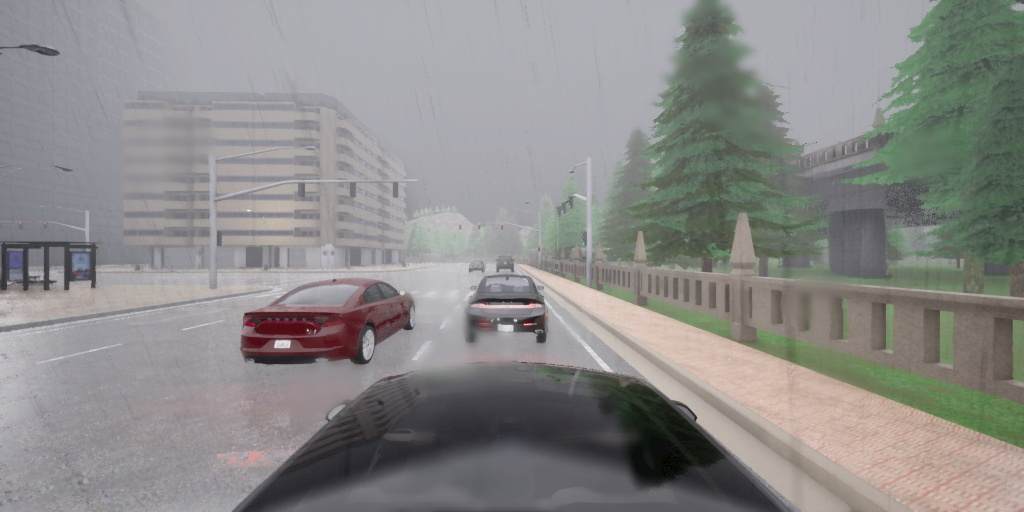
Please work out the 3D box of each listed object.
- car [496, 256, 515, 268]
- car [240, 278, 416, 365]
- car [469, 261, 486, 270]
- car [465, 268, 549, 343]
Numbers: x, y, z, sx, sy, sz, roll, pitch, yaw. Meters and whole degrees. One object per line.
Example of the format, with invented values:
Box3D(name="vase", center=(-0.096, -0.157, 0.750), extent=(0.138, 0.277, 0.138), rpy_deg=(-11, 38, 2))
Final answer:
Box3D(name="car", center=(-0.864, 0.971, 45.326), extent=(2.150, 2.045, 5.566), rpy_deg=(0, 0, -1))
Box3D(name="car", center=(-3.595, 1.228, 8.081), extent=(1.882, 1.535, 5.008), rpy_deg=(0, 0, 0))
Box3D(name="car", center=(-4.367, 1.298, 45.004), extent=(2.033, 1.411, 5.357), rpy_deg=(0, 0, -1))
Box3D(name="car", center=(-0.127, 1.242, 9.643), extent=(2.128, 1.511, 4.902), rpy_deg=(0, 0, -1))
